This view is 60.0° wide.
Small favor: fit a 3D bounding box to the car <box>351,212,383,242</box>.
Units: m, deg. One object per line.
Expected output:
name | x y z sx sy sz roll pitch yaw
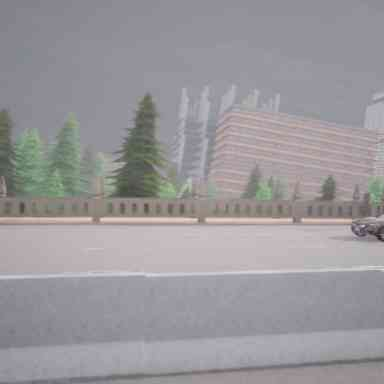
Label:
car | 10.147 1.556 16.133 4.674 1.442 1.812 1 1 -9
